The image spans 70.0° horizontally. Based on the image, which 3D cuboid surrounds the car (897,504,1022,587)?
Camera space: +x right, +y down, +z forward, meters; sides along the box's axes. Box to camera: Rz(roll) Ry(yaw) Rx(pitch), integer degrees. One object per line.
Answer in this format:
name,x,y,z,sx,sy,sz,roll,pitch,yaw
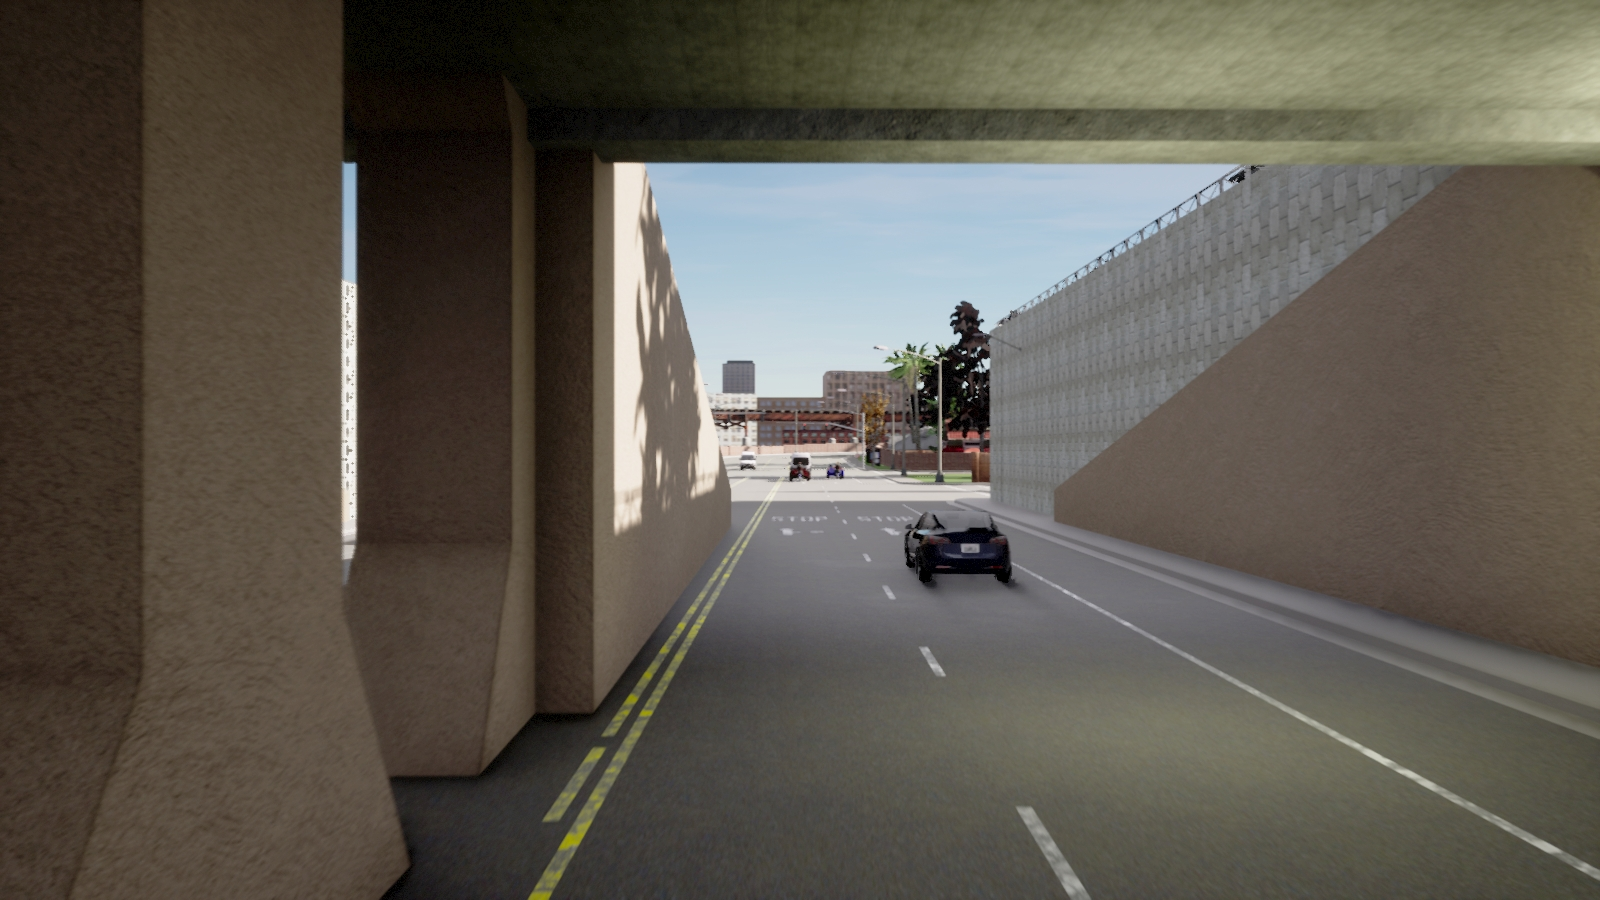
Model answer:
car,3.462,2.063,25.751,2.163,1.488,4.792,0,0,0
